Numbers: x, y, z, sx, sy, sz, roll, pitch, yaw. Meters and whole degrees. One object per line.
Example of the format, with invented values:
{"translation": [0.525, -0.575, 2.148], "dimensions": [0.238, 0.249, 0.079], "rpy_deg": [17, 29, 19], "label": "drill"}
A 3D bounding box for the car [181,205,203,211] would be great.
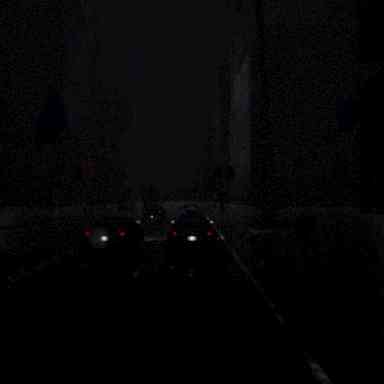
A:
{"translation": [0.015, 1.868, 29.380], "dimensions": [1.812, 1.442, 4.674], "rpy_deg": [0, -1, 0], "label": "car"}

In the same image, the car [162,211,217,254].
{"translation": [0.009, 1.716, 14.318], "dimensions": [1.994, 1.385, 4.181], "rpy_deg": [0, -1, 0], "label": "car"}

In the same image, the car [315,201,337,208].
{"translation": [26.486, 2.476, 65.884], "dimensions": [4.206, 1.307, 1.802], "rpy_deg": [0, -1, -1], "label": "car"}

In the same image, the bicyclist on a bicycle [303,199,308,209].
{"translation": [18.412, 1.927, 54.282], "dimensions": [0.582, 1.620, 1.656], "rpy_deg": [0, -2, -1], "label": "bicyclist on a bicycle"}

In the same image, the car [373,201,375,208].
{"translation": [32.249, 2.229, 57.449], "dimensions": [4.313, 1.339, 1.947], "rpy_deg": [0, -1, -1], "label": "car"}

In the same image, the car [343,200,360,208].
{"translation": [32.124, 2.319, 65.973], "dimensions": [4.097, 1.590, 1.967], "rpy_deg": [0, -1, -1], "label": "car"}

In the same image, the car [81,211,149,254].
{"translation": [-3.241, 1.716, 14.296], "dimensions": [1.994, 1.385, 4.181], "rpy_deg": [0, -1, 0], "label": "car"}

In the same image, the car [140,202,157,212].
{"translation": [-6.486, 2.194, 50.298], "dimensions": [1.837, 1.490, 4.892], "rpy_deg": [0, -1, 0], "label": "car"}

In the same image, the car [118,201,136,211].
{"translation": [-9.739, 2.157, 50.116], "dimensions": [1.882, 1.535, 5.008], "rpy_deg": [0, -1, 0], "label": "car"}

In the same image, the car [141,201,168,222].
{"translation": [-3.237, 1.834, 29.299], "dimensions": [2.128, 1.511, 4.902], "rpy_deg": [0, -1, 0], "label": "car"}
